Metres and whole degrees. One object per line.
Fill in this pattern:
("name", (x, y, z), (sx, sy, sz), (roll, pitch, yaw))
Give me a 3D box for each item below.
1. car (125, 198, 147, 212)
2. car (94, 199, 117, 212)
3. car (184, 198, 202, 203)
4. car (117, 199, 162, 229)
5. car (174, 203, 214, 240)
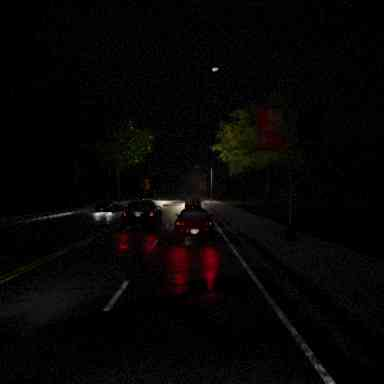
("car", (-6.582, 1.522, 39.257), (1.812, 1.442, 4.674), (0, 0, 0))
("car", (-9.836, 1.544, 38.932), (2.033, 1.411, 5.357), (0, 0, 0))
("car", (0.103, 1.486, 38.548), (2.128, 1.511, 4.902), (0, 0, 0))
("car", (-3.144, 1.346, 21.477), (2.097, 1.767, 4.553), (0, 0, 0))
("car", (0.113, 1.519, 16.675), (1.812, 1.442, 4.674), (0, 0, 0))
